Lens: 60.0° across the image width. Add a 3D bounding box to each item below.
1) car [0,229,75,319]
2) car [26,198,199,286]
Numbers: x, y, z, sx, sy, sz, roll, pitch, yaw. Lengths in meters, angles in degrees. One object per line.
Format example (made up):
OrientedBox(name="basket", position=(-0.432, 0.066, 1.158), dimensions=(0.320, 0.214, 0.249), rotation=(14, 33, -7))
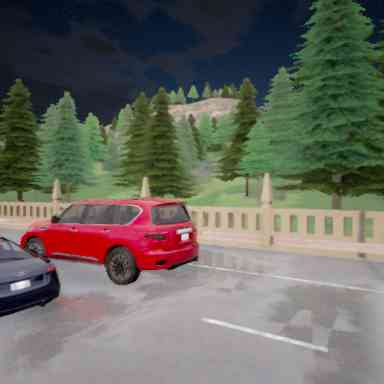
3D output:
OrientedBox(name="car", position=(-4.622, 1.552, 6.672), dimensions=(4.181, 1.385, 1.994), rotation=(0, 0, 31))
OrientedBox(name="car", position=(-2.465, 1.195, 9.511), dimensions=(5.566, 2.045, 2.150), rotation=(0, 0, 31))
